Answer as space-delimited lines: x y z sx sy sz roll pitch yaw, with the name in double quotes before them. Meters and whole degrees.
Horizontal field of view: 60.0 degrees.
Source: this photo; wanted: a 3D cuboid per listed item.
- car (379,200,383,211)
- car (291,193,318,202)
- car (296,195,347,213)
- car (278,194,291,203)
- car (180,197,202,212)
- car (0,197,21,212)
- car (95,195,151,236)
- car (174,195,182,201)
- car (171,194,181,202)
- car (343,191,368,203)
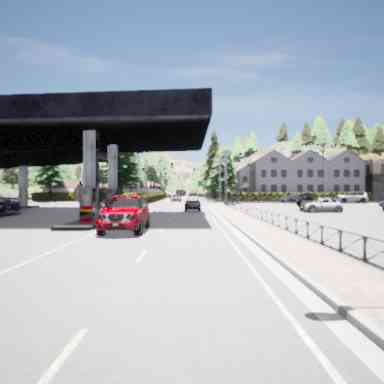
"car" 21.154 1.042 32.840 4.605 1.855 1.932 0 0 -1
"car" 13.266 1.017 36.077 3.866 1.878 1.905 0 0 -1
"car" 12.676 1.306 32.749 3.806 1.475 1.970 0 0 -1
"car" 17.647 1.063 58.719 4.553 1.767 2.097 0 0 0
"car" 0.086 1.429 38.457 2.128 1.511 4.902 0 0 0
"car" -20.737 1.424 36.413 2.242 1.667 4.611 0 0 -1
"car" -3.606 1.192 18.398 2.150 2.045 5.566 0 0 0
"car" -3.523 1.404 84.654 2.033 1.411 5.357 0 0 0
"car" -3.520 1.239 72.463 2.097 1.767 4.553 0 0 0
"car" 28.138 0.931 58.755 5.566 2.045 2.150 0 0 0
